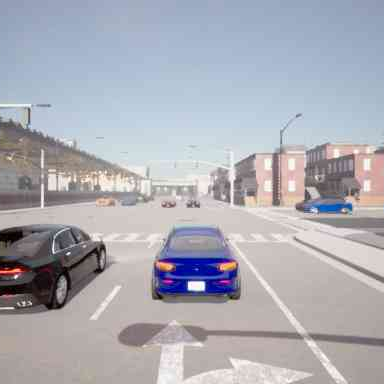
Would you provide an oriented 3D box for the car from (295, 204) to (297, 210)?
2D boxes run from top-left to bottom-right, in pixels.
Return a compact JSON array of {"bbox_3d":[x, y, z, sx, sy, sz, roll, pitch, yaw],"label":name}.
[{"bbox_3d":[14.411,1.477,38.103,5.008,1.535,1.882,0,0,1],"label":"car"}]

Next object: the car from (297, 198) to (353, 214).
[{"bbox_3d":[14.037,1.477,34.576,5.008,1.535,1.882,0,0,0],"label":"car"}]

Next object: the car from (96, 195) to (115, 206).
[{"bbox_3d":[-13.956,1.351,53.684,2.097,1.767,4.553,0,0,0],"label":"car"}]

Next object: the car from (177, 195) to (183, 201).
[{"bbox_3d":[-3.311,1.523,83.456,1.812,1.442,4.674,0,0,0],"label":"car"}]

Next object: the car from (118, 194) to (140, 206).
[{"bbox_3d":[-10.450,1.546,55.389,2.033,1.411,5.357,0,0,0],"label":"car"}]

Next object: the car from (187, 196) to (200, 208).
[{"bbox_3d":[0.211,1.600,48.782,1.895,1.301,4.718,0,0,0],"label":"car"}]

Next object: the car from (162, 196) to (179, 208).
[{"bbox_3d":[-3.288,1.600,48.792,1.895,1.301,4.718,0,0,0],"label":"car"}]

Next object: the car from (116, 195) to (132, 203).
[{"bbox_3d":[-13.846,1.492,68.017,2.128,1.511,4.902,0,0,0],"label":"car"}]

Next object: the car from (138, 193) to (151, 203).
[{"bbox_3d":[-10.345,1.220,68.554,2.150,2.045,5.566,0,0,0],"label":"car"}]

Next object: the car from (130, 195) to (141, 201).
[{"bbox_3d":[-13.816,1.515,81.186,1.812,1.442,4.674,0,0,0],"label":"car"}]

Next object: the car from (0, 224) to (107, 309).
[{"bbox_3d":[-3.411,1.505,7.831,1.837,1.490,4.892,0,0,0],"label":"car"}]

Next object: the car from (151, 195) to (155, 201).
[{"bbox_3d":[-10.314,1.544,81.777,1.994,1.385,4.181,0,0,0],"label":"car"}]

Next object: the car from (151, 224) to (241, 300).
[{"bbox_3d":[0.096,1.526,8.286,1.812,1.442,4.674,0,0,0],"label":"car"}]
